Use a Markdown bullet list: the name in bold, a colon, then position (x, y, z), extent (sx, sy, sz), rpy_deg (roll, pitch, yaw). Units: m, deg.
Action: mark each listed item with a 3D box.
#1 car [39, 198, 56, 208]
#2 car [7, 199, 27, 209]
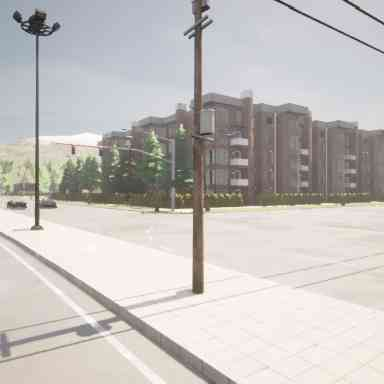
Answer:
- **car**: position (-20.645, 1.564, 47.015), extent (1.994, 1.385, 4.181), rpy_deg (0, 0, -36)
- **car**: position (-24.337, 1.601, 46.140), extent (1.895, 1.301, 4.718), rpy_deg (0, 0, -36)
